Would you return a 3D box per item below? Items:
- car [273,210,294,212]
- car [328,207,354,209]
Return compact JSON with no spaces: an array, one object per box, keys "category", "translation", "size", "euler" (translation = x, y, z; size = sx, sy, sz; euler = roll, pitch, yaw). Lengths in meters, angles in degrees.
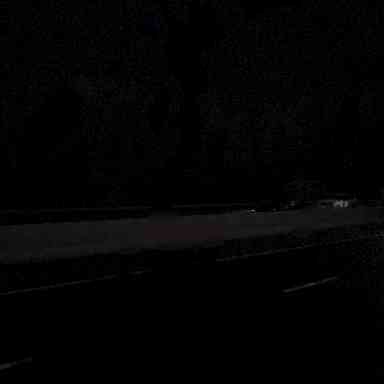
[{"category":"car","translation":[11.151,1.546,37.765],"size":[5.357,1.411,2.033],"euler":[0,0,-35]},{"category":"car","translation":[16.399,1.221,37.213],"size":[5.566,2.045,2.150],"euler":[0,0,-35]}]
